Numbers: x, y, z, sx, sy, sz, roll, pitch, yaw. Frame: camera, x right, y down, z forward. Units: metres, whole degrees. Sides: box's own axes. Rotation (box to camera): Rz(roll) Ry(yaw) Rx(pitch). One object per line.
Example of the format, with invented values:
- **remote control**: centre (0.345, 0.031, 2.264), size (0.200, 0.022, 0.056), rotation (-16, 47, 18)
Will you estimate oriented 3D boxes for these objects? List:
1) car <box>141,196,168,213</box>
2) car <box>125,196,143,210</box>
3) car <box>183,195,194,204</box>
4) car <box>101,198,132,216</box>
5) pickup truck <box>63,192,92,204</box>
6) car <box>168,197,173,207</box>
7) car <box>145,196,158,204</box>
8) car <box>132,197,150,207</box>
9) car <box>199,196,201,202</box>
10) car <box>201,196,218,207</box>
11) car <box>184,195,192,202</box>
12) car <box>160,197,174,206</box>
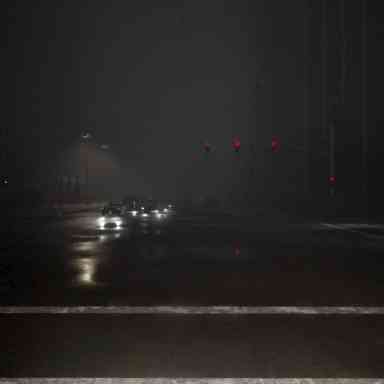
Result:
- **car**: centre (-4.165, 1.526, 37.254), size (1.812, 1.442, 4.674), rotation (0, 0, 2)
- **car**: centre (-7.706, 1.352, 41.884), size (2.097, 1.767, 4.553), rotation (0, 0, 0)
- **car**: centre (-0.742, 1.351, 64.801), size (2.097, 1.767, 4.553), rotation (0, 0, -1)
- **car**: centre (-7.612, 1.601, 33.115), size (1.895, 1.301, 4.718), rotation (0, 0, -1)
- **pickup truck**: centre (-20.918, 1.059, 60.092), size (2.390, 2.098, 6.274), rotation (0, 0, 30)
- **car**: centre (-4.253, 1.491, 47.281), size (2.128, 1.511, 4.902), rotation (0, 0, 0)
- **car**: centre (-7.874, 1.477, 65.294), size (1.882, 1.535, 5.008), rotation (0, 0, 0)
- **car**: centre (-7.803, 1.547, 51.383), size (2.033, 1.411, 5.357), rotation (0, 0, 0)
- **car**: centre (2.562, 1.524, 74.597), size (1.812, 1.442, 4.674), rotation (0, 0, -1)
- **car**: centre (2.898, 1.491, 50.047), size (2.128, 1.511, 4.902), rotation (0, 0, -1)
- **car**: centre (-0.947, 1.478, 75.459), size (1.882, 1.535, 5.008), rotation (0, 0, -1)
- **car**: centre (-4.338, 1.547, 57.933), size (2.033, 1.411, 5.357), rotation (0, 0, 0)
